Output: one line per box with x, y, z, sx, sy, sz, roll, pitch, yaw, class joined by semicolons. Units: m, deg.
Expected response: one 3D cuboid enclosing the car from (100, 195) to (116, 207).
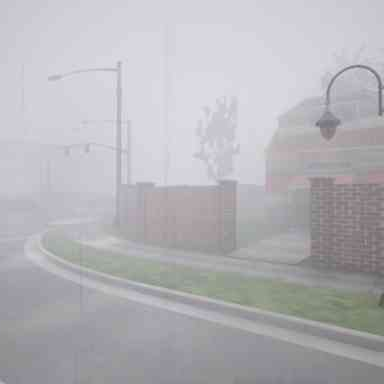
-9.728;1.348;45.656;1.895;1.301;4.718;0;1;37;car

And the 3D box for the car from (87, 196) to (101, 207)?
-12.600;1.225;47.656;1.882;1.535;5.008;0;1;37;car

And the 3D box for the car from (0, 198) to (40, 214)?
-18.303;1.408;34.242;1.837;1.490;4.892;0;1;37;car
